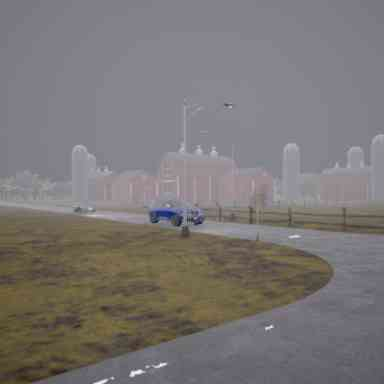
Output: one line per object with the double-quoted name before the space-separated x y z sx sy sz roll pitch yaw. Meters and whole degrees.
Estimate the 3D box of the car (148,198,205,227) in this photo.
"car" -1.333 1.511 25.653 2.150 2.045 5.566 0 -1 -36

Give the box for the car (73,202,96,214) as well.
"car" -14.113 2.094 43.630 2.128 1.511 4.902 0 -1 -35
